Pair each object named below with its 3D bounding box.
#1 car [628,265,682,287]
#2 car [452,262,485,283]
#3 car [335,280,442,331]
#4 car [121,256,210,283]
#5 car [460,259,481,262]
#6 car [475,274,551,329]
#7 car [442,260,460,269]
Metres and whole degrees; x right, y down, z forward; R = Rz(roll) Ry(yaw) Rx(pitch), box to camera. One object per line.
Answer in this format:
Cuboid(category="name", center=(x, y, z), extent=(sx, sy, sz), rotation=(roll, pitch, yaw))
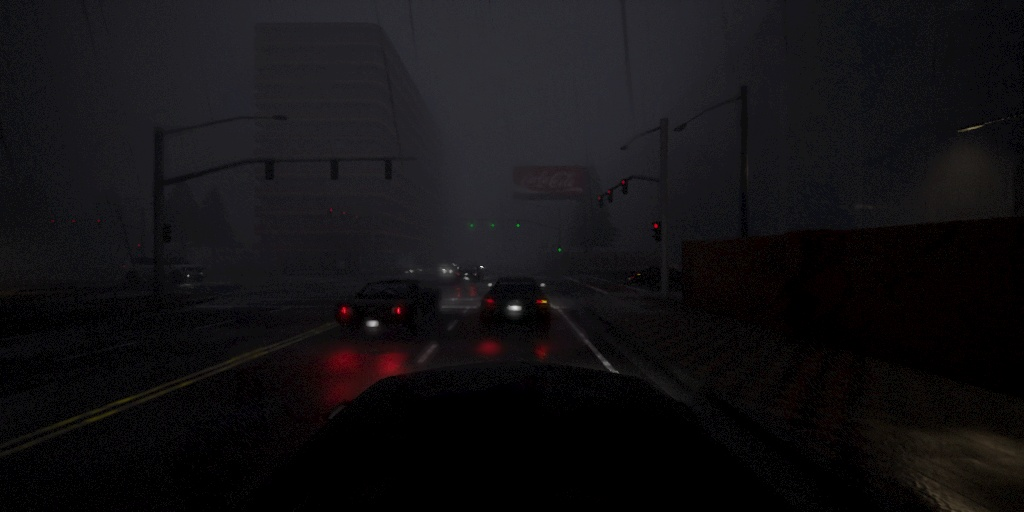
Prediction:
Cuboid(category="car", center=(10.222, 1.326, 24.140), extent=(4.674, 1.442, 1.812), rotation=(0, -1, 0))
Cuboid(category="car", center=(-3.337, 1.409, 28.975), extent=(1.895, 1.301, 4.718), rotation=(0, 0, 0))
Cuboid(category="car", center=(-3.433, 1.370, 10.998), extent=(1.895, 1.301, 4.718), rotation=(0, 0, -1))
Cuboid(category="car", center=(-26.770, 1.020, 27.805), extent=(5.566, 2.045, 2.150), rotation=(0, 0, 1))
Cuboid(category="car", center=(-6.895, 1.365, 59.927), extent=(2.128, 1.511, 4.902), rotation=(0, 0, 1))
Cuboid(category="car", center=(0.135, 1.334, 11.332), extent=(1.994, 1.385, 4.181), rotation=(0, 0, 1))
Cuboid(category="car", center=(-10.395, 1.364, 59.940), extent=(2.128, 1.511, 4.902), rotation=(0, 0, 1))
